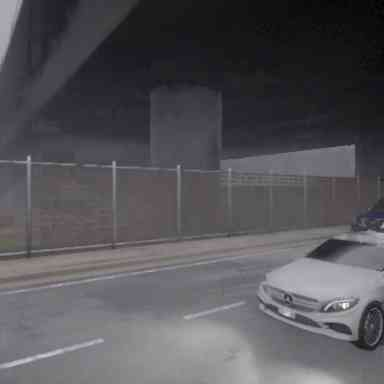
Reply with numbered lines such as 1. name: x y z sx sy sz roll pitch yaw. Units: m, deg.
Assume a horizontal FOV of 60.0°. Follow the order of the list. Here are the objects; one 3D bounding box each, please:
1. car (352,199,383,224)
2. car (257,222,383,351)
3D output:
1. car: 9.451 1.243 14.919 5.566 2.045 2.150 0 0 -35
2. car: 3.319 1.536 6.338 4.674 1.442 1.812 0 0 -35
